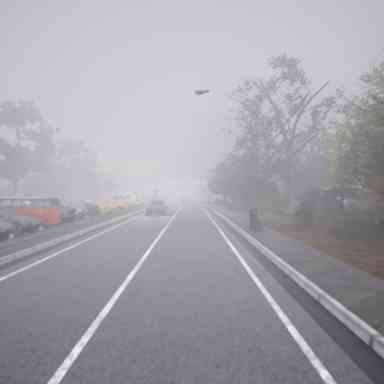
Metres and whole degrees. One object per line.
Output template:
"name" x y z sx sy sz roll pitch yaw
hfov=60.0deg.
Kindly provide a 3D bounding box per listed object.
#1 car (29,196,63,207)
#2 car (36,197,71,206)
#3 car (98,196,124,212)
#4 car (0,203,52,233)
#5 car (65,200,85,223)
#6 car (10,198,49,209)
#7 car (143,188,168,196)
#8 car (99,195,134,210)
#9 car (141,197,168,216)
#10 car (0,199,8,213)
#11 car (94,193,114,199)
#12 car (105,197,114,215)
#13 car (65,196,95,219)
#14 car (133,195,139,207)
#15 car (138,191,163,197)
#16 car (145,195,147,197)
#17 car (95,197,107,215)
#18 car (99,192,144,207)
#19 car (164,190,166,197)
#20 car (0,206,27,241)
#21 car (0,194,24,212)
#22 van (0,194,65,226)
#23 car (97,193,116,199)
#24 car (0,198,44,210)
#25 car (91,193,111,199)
"car" -23.300 1.477 53.228 4.553 1.767 2.185 0 0 0
"car" -23.259 1.622 55.998 5.008 1.535 2.097 0 0 0
"car" -10.039 1.471 33.773 5.366 1.575 1.946 0 0 0
"car" -10.225 1.497 17.248 4.792 1.488 2.163 0 0 0
"car" -10.274 1.486 22.801 4.792 1.488 2.163 0 0 0
"car" -23.276 1.606 47.811 4.674 1.452 2.002 0 0 0
"car" -10.398 0.740 94.282 5.566 2.045 2.435 0 0 0
"car" -10.029 1.508 39.446 5.366 1.575 1.946 0 0 0
"car" -3.383 1.481 32.150 1.837 1.490 4.892 0 0 0
"car" -23.270 1.520 36.732 4.792 1.488 2.163 0 0 0
"car" -23.467 1.058 88.551 4.674 1.452 2.002 0 0 0
"car" -10.415 1.459 31.121 5.366 1.575 1.946 0 0 0
"car" -10.270 1.329 25.574 4.553 1.767 2.185 0 0 0
"car" -10.390 1.546 44.999 5.366 1.575 1.946 0 0 0
"car" -10.370 1.052 83.141 4.792 1.488 2.163 0 0 0
"car" -10.160 1.635 53.327 4.792 1.488 2.163 0 0 0
"car" -10.228 1.456 28.353 4.892 1.521 2.231 0 0 0
"car" -10.227 1.316 47.777 5.566 2.045 2.435 0 0 0
"car" -10.372 1.010 91.491 5.008 1.535 2.097 0 0 0
"car" -10.230 1.502 14.472 4.792 1.488 2.163 0 0 0
"car" -23.322 1.258 39.503 5.566 2.045 2.435 0 0 0
"van" -10.366 1.236 20.024 4.442 1.987 1.878 0 0 0
"car" -23.486 1.038 91.463 4.792 1.488 2.163 0 0 0
"car" -23.098 1.544 45.041 5.366 1.575 1.946 0 0 0
"car" -23.475 1.059 85.766 4.674 1.452 2.002 0 0 0
